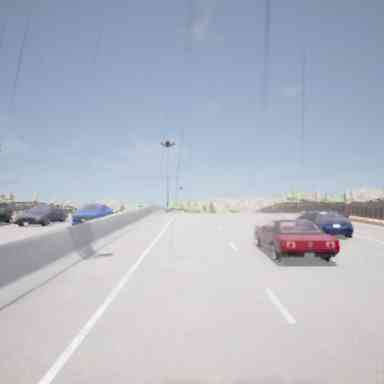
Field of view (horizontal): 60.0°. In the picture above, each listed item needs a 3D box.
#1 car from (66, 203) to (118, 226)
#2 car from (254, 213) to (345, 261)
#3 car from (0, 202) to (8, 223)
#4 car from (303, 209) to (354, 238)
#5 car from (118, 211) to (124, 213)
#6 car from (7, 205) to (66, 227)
[{"bbox_3d":[-7.090,1.575,24.095,1.882,1.535,5.008,0,0,0],"label":"car"},{"bbox_3d":[3.603,1.651,12.389,1.895,1.301,4.718,0,0,0],"label":"car"},{"bbox_3d":[-14.092,1.443,22.501,2.097,1.767,4.553,0,0,0],"label":"car"},{"bbox_3d":[7.104,1.638,18.330,1.994,1.385,4.181,0,0,0],"label":"car"},{"bbox_3d":[-13.993,4.363,64.851,1.895,1.301,4.718,0,-7,0],"label":"car"},{"bbox_3d":[-10.593,1.644,23.885,2.033,1.411,5.357,0,0,0],"label":"car"}]
